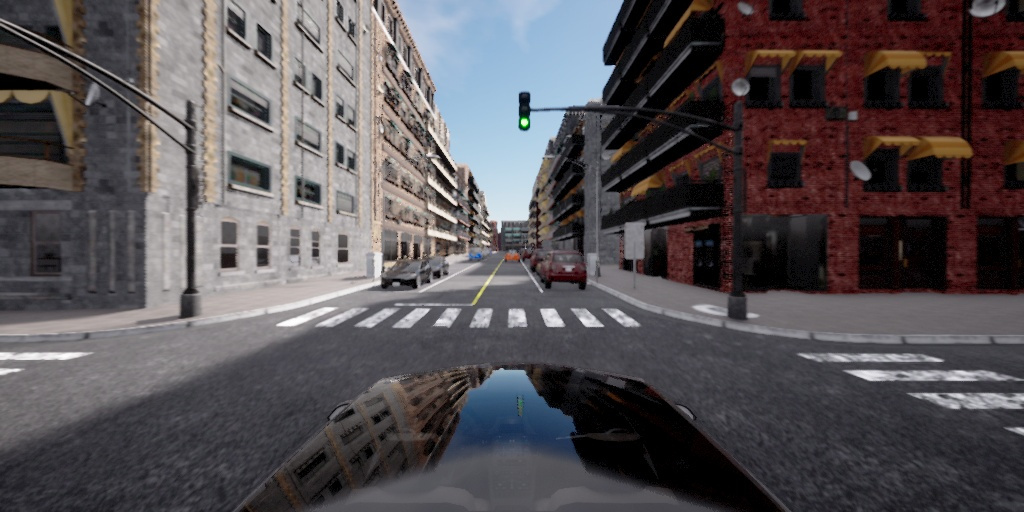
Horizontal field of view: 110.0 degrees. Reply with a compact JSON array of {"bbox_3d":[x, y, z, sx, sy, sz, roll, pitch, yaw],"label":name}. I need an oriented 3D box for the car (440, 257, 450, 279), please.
[{"bbox_3d":[-5.333,0.716,24.220,1.948,1.339,4.313,0,0,0],"label":"car"}]

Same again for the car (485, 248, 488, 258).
[{"bbox_3d":[-5.364,-0.113,57.579,2.007,1.370,4.403,0,0,0],"label":"car"}]

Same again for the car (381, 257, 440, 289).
[{"bbox_3d":[-5.328,0.865,18.661,1.948,1.339,4.313,0,0,0],"label":"car"}]

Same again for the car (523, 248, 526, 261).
[{"bbox_3d":[2.522,-0.201,52.058,2.192,1.841,5.009,0,0,0],"label":"car"}]

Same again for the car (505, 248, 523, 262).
[{"bbox_3d":[0.060,-0.093,48.708,2.097,1.767,4.553,0,1,0],"label":"car"}]

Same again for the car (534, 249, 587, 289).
[{"bbox_3d":[2.554,0.638,18.714,2.192,1.841,5.009,0,0,0],"label":"car"}]

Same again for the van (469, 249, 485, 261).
[{"bbox_3d":[-5.359,-0.200,52.016,1.690,1.789,3.998,0,0,0],"label":"van"}]

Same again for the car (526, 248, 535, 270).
[{"bbox_3d":[2.543,0.342,29.833,2.192,1.841,5.009,0,0,0],"label":"car"}]

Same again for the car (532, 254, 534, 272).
[{"bbox_3d":[2.548,0.700,24.441,1.751,1.417,4.829,0,0,0],"label":"car"}]

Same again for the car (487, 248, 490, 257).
[{"bbox_3d":[-5.369,-0.260,62.969,1.751,1.417,4.829,0,0,0],"label":"car"}]
